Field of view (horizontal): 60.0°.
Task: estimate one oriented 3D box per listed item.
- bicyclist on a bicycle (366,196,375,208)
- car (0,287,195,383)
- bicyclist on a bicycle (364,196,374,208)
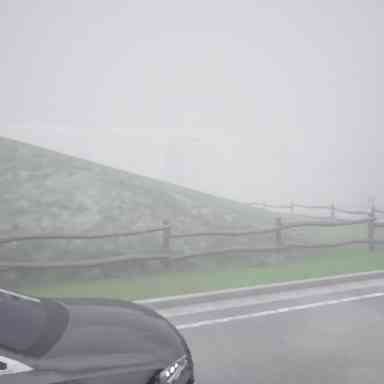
[{"bbox_3d":[23.661,1.316,43.529,1.656,1.620,0.582,0,0,-43],"label":"bicyclist on a bicycle"},{"bbox_3d":[-2.361,1.490,2.622,4.902,1.511,2.128,0,0,-23],"label":"car"},{"bbox_3d":[23.357,1.315,43.854,1.656,1.620,0.582,0,0,-43],"label":"bicyclist on a bicycle"}]
